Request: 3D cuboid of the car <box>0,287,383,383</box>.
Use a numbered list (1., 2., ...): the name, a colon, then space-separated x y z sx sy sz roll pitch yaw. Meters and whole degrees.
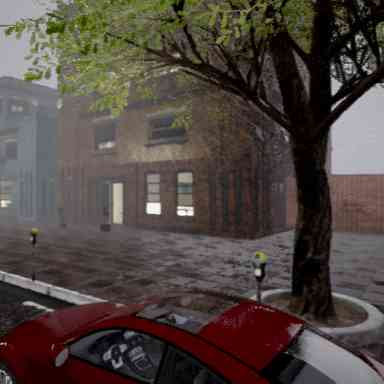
1. car: -0.179 1.585 3.001 4.206 1.307 1.802 0 0 35
